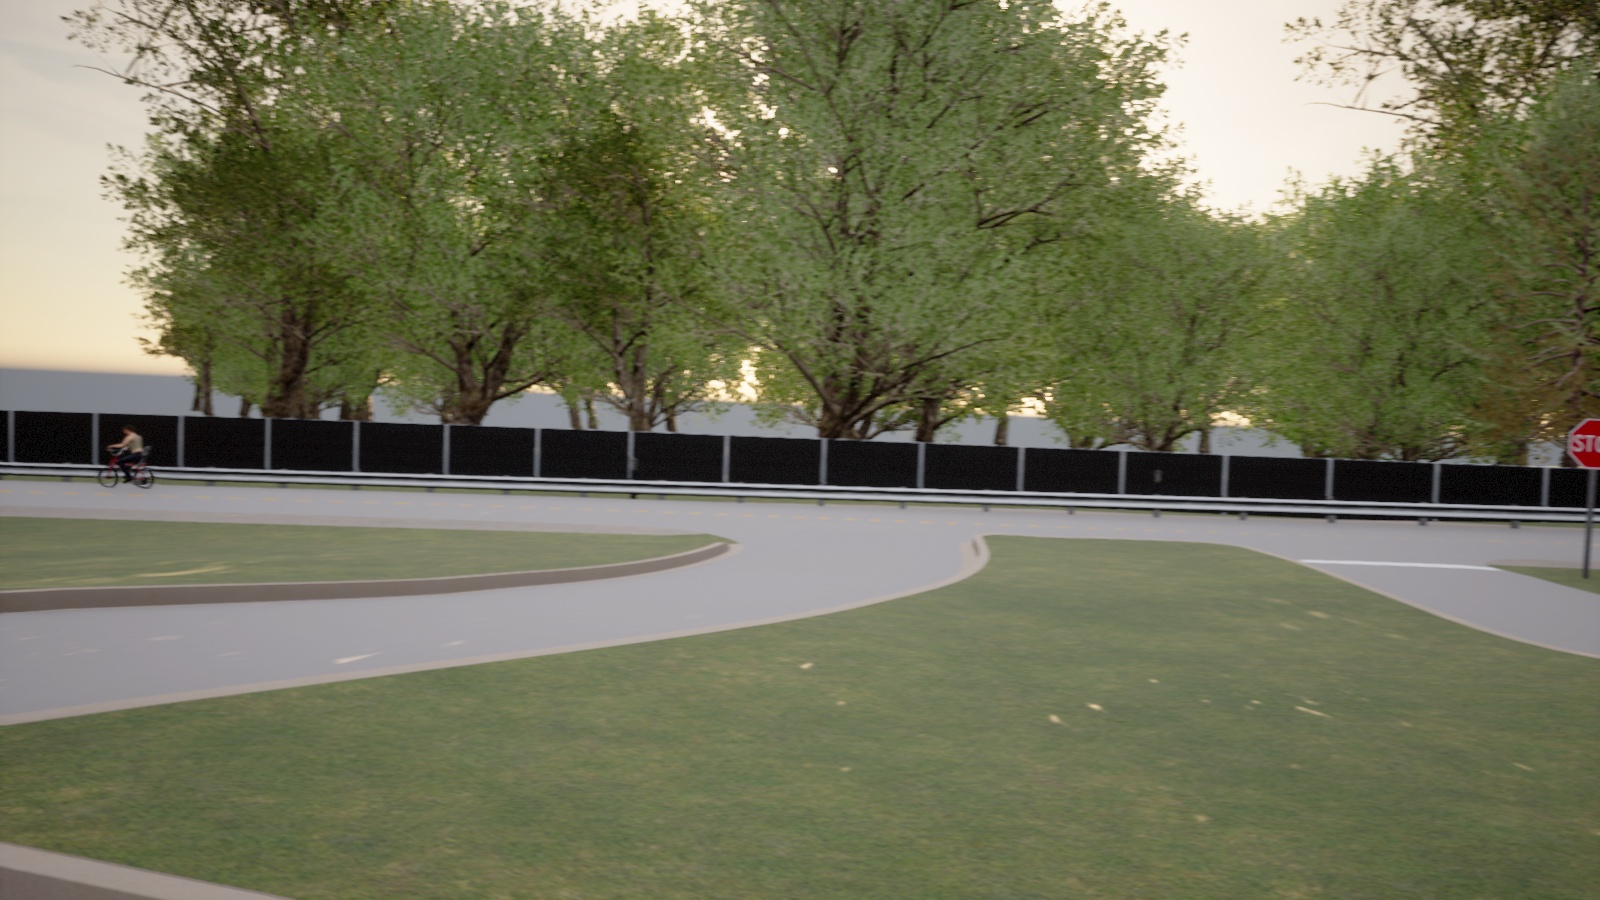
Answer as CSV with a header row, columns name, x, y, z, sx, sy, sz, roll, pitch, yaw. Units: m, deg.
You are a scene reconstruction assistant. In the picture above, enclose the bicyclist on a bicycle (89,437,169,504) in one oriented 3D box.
name,x,y,z,sx,sy,sz,roll,pitch,yaw
bicyclist on a bicycle,-16.643,0.489,31.175,1.509,1.612,0.866,0,2,7
